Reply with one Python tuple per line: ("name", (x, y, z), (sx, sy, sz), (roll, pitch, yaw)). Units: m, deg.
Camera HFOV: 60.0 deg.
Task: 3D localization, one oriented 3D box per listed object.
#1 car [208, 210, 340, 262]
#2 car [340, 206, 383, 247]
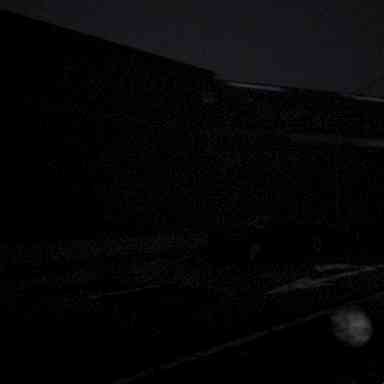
("car", (2.894, 1.470, 12.221), (5.008, 1.535, 2.097), (0, 0, -33))
("car", (7.522, 1.488, 15.181), (4.792, 1.488, 2.163), (0, 0, -31))
